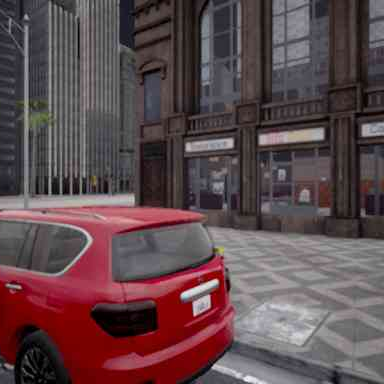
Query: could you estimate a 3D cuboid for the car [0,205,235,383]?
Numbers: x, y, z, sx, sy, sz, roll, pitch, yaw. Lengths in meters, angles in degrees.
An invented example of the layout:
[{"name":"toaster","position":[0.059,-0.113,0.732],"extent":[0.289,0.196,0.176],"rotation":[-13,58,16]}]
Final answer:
[{"name":"car","position":[-2.087,1.214,4.865],"extent":[5.566,2.045,2.150],"rotation":[0,0,35]}]
